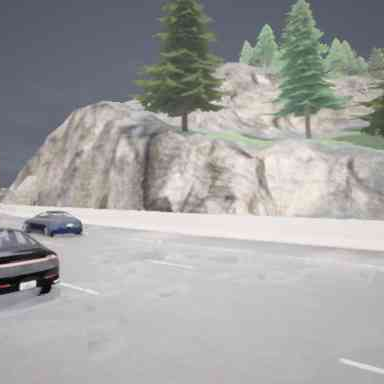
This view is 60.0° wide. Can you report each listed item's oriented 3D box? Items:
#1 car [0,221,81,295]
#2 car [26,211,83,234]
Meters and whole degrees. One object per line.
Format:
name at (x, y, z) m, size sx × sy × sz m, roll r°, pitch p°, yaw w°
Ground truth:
car at (-5.054, 1.592, 7.879) m, size 4.902 × 1.511 × 2.128 m, roll -1°, pitch -1°, yaw 38°
car at (-8.180, 1.797, 19.502) m, size 4.181 × 1.385 × 1.994 m, roll -1°, pitch -1°, yaw 41°
